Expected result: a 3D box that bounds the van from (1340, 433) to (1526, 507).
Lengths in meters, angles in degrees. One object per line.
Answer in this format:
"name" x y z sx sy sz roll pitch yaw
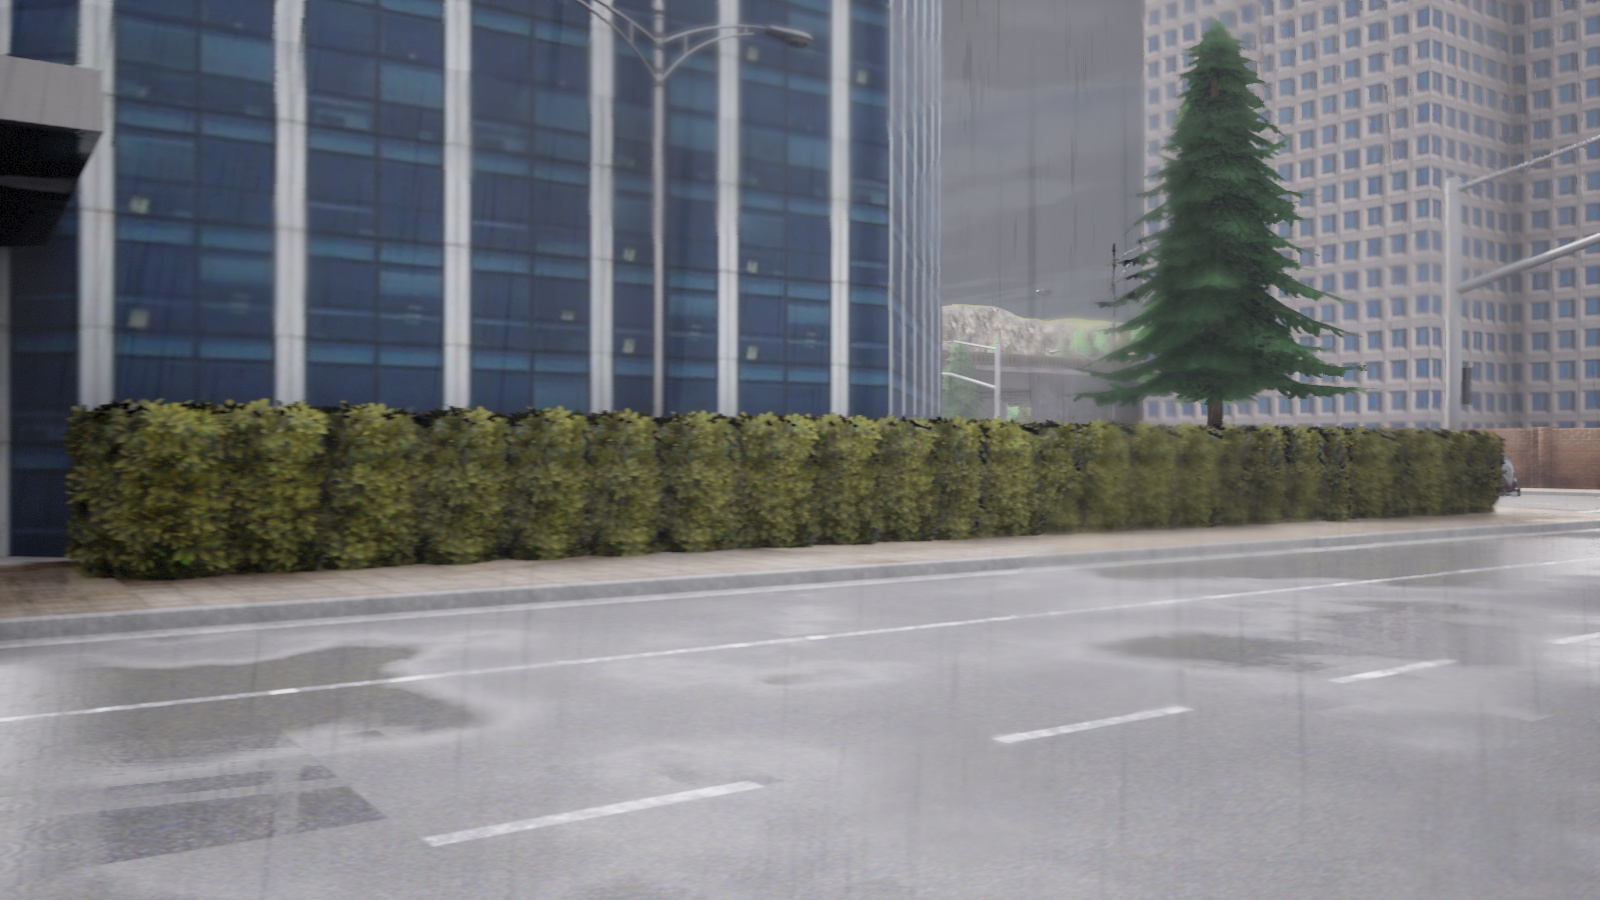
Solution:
"van" 17.974 0.547 35.856 1.775 1.987 4.442 0 0 -34
